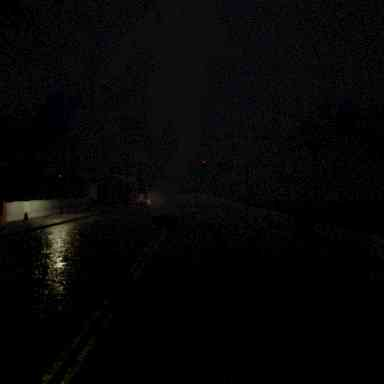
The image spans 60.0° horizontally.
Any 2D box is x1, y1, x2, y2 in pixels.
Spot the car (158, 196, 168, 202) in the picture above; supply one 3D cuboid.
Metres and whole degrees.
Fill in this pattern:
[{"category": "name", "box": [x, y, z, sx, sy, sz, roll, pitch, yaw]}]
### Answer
[{"category": "car", "box": [-6.507, 1.504, 75.856, 1.994, 1.385, 4.181, 0, 0, 0]}]
